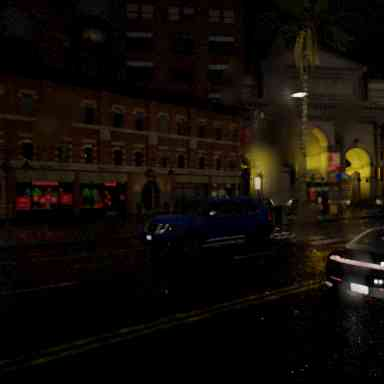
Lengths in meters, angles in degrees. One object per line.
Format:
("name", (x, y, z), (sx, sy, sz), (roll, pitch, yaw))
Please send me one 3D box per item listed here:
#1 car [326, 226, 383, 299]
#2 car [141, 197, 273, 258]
("car", (4.941, 1.495, 7.287), (4.902, 1.511, 2.128), (0, 0, -35))
("car", (0.765, 1.224, 13.133), (5.566, 2.045, 2.150), (0, 0, -36))
